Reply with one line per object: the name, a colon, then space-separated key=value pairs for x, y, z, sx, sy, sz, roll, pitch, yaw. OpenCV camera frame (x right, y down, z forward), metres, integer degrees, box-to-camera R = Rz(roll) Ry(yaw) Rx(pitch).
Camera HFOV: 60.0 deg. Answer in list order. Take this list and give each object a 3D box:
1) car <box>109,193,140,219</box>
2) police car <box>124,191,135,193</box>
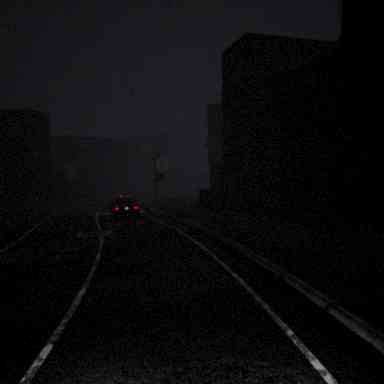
car: x=-4.839 y=1.051 z=23.626 sx=2.033 sy=1.411 sz=5.357 roll=-3 pitch=2 yaw=-16
police car: x=-7.743 y=0.652 z=41.413 sx=2.038 sy=1.542 sz=4.974 roll=-1 pitch=1 yaw=-2
